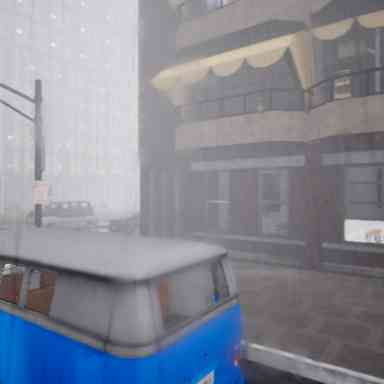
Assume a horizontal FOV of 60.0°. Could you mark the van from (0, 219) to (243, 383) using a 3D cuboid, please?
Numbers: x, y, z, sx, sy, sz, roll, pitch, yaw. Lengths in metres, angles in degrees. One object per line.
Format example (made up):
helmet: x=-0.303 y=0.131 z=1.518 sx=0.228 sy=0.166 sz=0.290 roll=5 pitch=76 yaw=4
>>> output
van: x=-1.401 y=1.381 z=3.857 sx=3.998 sy=1.788 sz=1.690 roll=-1 pitch=0 yaw=36

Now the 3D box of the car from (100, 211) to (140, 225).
car: x=-3.051 y=1.865 z=20.398 sx=1.887 sy=1.381 sz=4.507 roll=0 pitch=0 yaw=36

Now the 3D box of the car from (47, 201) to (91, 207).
car: x=-9.843 y=1.622 z=25.308 sx=2.192 sy=1.841 sz=5.009 roll=0 pitch=0 yaw=36

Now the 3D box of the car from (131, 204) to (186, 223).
car: x=-2.945 y=1.902 z=30.426 sx=2.033 sy=1.411 sz=5.357 roll=0 pitch=0 yaw=35

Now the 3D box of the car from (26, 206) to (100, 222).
car: x=-8.629 y=1.904 z=22.553 sx=1.895 sy=1.301 sz=4.718 roll=0 pitch=0 yaw=36
